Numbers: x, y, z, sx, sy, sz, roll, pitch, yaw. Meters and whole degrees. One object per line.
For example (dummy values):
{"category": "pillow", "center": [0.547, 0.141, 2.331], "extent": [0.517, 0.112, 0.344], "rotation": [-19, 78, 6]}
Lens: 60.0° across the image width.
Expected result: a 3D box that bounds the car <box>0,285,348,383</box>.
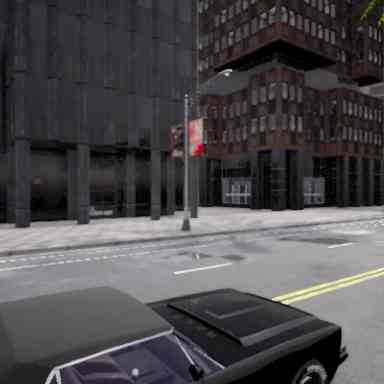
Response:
{"category": "car", "center": [-0.656, 1.601, 2.973], "extent": [4.718, 1.301, 1.895], "rotation": [0, 0, -36]}
